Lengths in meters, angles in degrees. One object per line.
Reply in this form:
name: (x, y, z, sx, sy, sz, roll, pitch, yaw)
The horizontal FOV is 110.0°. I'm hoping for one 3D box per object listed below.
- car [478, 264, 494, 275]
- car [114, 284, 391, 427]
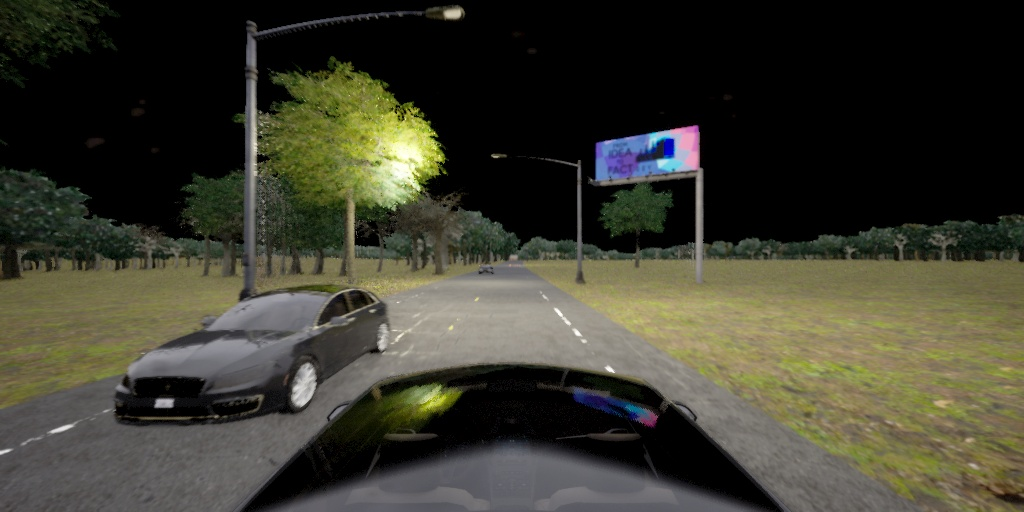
car: (-3.522, 1.846, 49.481, 1.994, 1.385, 4.181, 0, -1, 0)
car: (-3.602, 1.295, 6.142, 1.837, 1.490, 4.892, 0, 0, 0)
